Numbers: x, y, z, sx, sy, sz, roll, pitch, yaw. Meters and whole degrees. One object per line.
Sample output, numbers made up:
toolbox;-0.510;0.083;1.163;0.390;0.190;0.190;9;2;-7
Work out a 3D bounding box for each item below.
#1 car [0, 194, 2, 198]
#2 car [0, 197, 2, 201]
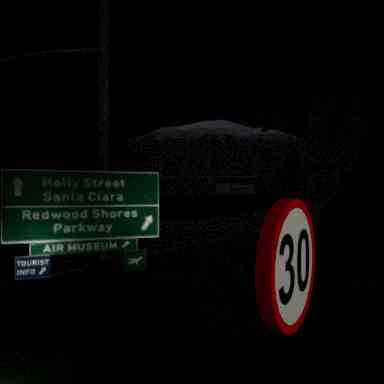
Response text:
car;-38.761;1.489;69.909;4.514;1.523;2.007;0;0;35
car;-12.447;1.505;26.033;1.905;1.878;3.866;0;0;35
